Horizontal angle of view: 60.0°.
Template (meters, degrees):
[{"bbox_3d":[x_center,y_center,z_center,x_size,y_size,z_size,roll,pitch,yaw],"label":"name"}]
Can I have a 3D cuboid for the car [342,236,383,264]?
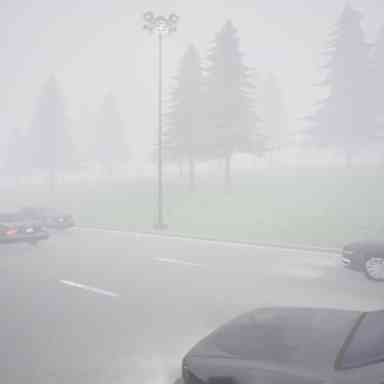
[{"bbox_3d":[6.316,1.507,8.090,4.892,1.490,1.837,0,0,35],"label":"car"}]

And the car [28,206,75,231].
[{"bbox_3d":[-8.913,1.509,18.952,5.357,1.411,2.033,0,0,36],"label":"car"}]

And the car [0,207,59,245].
[{"bbox_3d":[-8.284,1.516,14.213,5.357,1.411,2.033,0,0,35],"label":"car"}]

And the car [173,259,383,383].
[{"bbox_3d":[2.426,1.550,2.260,5.357,1.411,2.033,0,0,36],"label":"car"}]
